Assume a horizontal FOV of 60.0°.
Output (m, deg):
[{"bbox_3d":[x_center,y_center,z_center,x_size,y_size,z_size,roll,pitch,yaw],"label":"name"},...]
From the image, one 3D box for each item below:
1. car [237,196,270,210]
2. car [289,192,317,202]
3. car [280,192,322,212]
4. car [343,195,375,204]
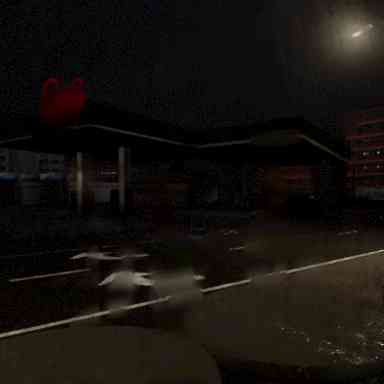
[{"bbox_3d":[6.940,1.220,37.400,3.806,1.475,1.970,-1,0,-35],"label":"car"},{"bbox_3d":[20.215,0.920,60.701,2.097,1.767,4.553,-1,0,-36],"label":"car"},{"bbox_3d":[10.865,1.060,33.136,4.611,1.667,2.242,-1,0,-35],"label":"car"},{"bbox_3d":[26.078,1.179,52.639,1.895,1.301,4.718,-1,0,-36],"label":"car"}]
